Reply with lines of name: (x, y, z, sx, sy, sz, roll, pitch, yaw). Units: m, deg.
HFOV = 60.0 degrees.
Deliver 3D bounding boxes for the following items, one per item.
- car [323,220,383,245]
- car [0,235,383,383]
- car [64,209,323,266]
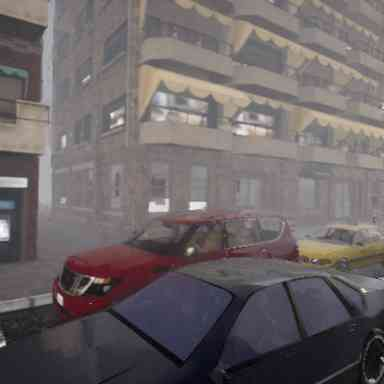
car: (4.418, 1.528, 9.656, 4.829, 1.417, 1.752, 0, 1, -35)
car: (0.487, 1.548, 3.726, 5.357, 1.411, 2.033, 0, 0, -36)
car: (0.044, 1.316, 6.528, 5.009, 1.841, 2.192, 0, 1, -36)
